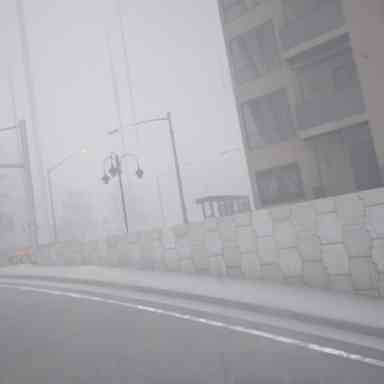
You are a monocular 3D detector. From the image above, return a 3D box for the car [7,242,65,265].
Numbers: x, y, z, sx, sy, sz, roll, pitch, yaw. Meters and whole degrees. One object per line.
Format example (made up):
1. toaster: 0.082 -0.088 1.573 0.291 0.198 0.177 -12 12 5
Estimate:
1. car: -13.720 5.355 29.593 1.882 1.535 5.008 -14 -8 35
